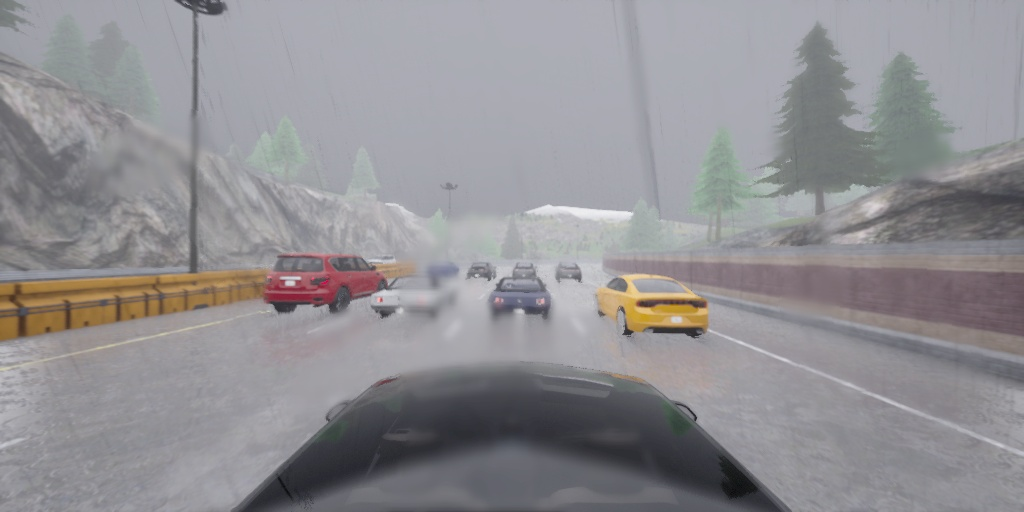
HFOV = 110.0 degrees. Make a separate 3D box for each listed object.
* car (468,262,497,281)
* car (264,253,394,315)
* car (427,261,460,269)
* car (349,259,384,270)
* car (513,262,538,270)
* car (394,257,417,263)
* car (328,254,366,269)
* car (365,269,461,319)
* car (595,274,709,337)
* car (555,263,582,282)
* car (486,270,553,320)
[{"bbox_3d":[-2.421,1.249,29.687,1.837,1.490,4.892,0,0,5],"label":"car"},{"bbox_3d":[-6.649,0.924,13.553,2.150,2.045,5.566,0,0,2],"label":"car"},{"bbox_3d":[-5.804,1.196,31.048,1.882,1.535,5.008,0,0,5],"label":"car"},{"bbox_3d":[-20.635,1.158,51.193,2.033,1.411,5.357,0,0,12],"label":"car"},{"bbox_3d":[1.057,1.264,29.290,2.128,1.511,4.902,0,0,5],"label":"car"},{"bbox_3d":[-13.968,1.227,48.638,1.994,1.385,4.181,0,0,12],"label":"car"},{"bbox_3d":[-23.963,0.805,52.322,2.150,2.045,5.566,0,0,12],"label":"car"},{"bbox_3d":[-3.175,1.331,12.761,1.895,1.301,4.718,0,0,2],"label":"car"},{"bbox_3d":[3.759,1.262,10.500,1.882,1.535,5.008,0,0,2],"label":"car"},{"bbox_3d":[4.557,1.292,29.200,2.128,1.511,4.902,0,0,5],"label":"car"},{"bbox_3d":[0.323,1.359,12.670,1.895,1.301,4.718,0,0,2],"label":"car"}]
